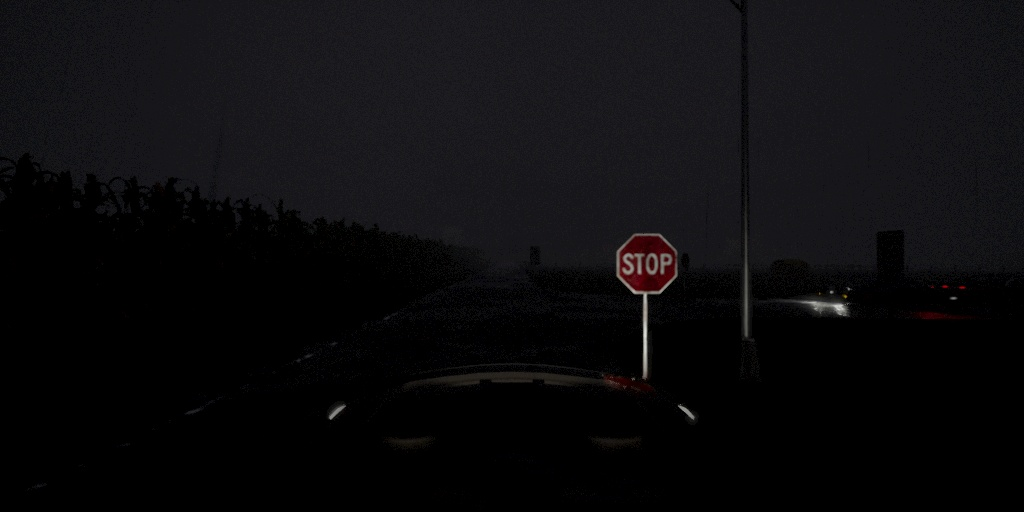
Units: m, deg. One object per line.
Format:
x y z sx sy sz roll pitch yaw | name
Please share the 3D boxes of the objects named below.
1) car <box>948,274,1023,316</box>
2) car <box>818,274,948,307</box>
19.700 1.463 13.976 4.902 1.511 2.128 0 -1 1 | car
17.150 1.550 16.957 4.181 1.385 1.994 0 -1 1 | car
